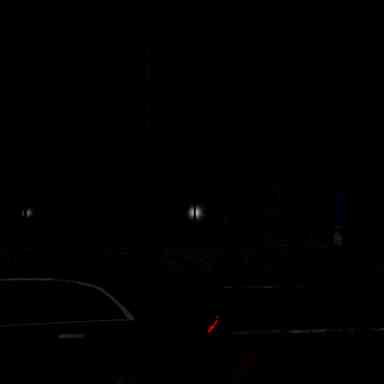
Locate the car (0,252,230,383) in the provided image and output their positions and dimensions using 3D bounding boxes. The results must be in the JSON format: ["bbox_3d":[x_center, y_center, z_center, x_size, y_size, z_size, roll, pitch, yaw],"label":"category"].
[{"bbox_3d":[-2.042,1.505,3.755,4.892,1.490,1.837,0,0,-3],"label":"car"}]
